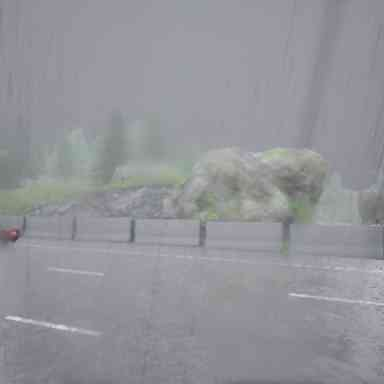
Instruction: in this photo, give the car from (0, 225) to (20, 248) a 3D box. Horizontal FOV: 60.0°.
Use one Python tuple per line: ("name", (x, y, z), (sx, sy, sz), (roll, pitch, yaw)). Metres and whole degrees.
("car", (-9.951, 1.826, 14.484), (4.718, 1.301, 1.895), (-1, -1, 22))
